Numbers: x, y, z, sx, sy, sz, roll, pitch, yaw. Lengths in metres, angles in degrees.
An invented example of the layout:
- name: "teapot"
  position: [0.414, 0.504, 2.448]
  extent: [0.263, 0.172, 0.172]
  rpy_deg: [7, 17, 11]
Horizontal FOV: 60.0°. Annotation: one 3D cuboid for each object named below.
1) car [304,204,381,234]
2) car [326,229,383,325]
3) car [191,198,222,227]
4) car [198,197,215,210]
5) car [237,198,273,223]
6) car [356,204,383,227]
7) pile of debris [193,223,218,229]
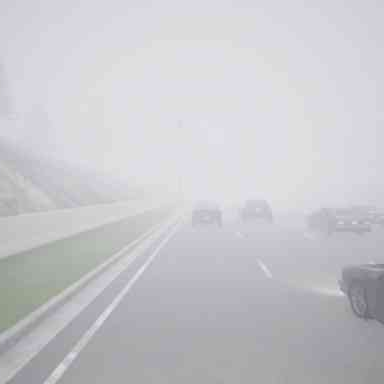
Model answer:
- name: "car"
  position: [7.833, 1.518, 18.336]
  extent: [2.033, 1.411, 5.357]
  rpy_deg: [0, 0, 2]
- name: "car"
  position: [3.783, 1.554, 4.219]
  extent: [2.033, 1.411, 5.357]
  rpy_deg: [0, 0, 2]
- name: "car"
  position: [0.982, 1.382, 22.047]
  extent: [1.882, 1.535, 5.008]
  rpy_deg: [0, 0, 2]
- name: "car"
  position: [1.793, 1.387, 40.845]
  extent: [1.994, 1.385, 4.181]
  rpy_deg: [0, 0, 2]
- name: "car"
  position: [4.621, 1.269, 24.971]
  extent: [2.097, 1.767, 4.553]
  rpy_deg: [0, 0, 2]
- name: "car"
  position: [11.515, 1.526, 22.510]
  extent: [2.033, 1.411, 5.357]
  rpy_deg: [0, 0, 2]
- name: "pile of debris"
  position: [0.821, 2.085, 20.644]
  extent: [1.500, 0.140, 1.860]
  rpy_deg: [0, 0, 2]
